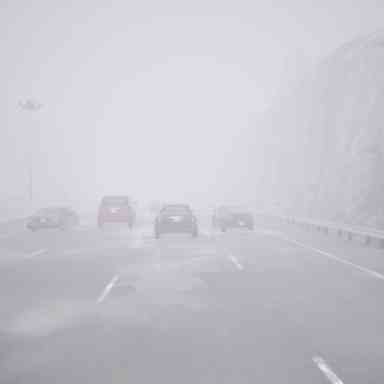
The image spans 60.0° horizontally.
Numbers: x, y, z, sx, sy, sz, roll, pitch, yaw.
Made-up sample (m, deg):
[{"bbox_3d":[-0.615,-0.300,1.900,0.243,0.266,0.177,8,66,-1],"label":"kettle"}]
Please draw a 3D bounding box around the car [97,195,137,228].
[{"bbox_3d":[-4.927,1.217,22.288,2.150,2.045,5.566,0,0,-7],"label":"car"}]

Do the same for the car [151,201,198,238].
[{"bbox_3d":[-0.930,1.342,17.813,2.097,1.767,4.553,0,0,-5],"label":"car"}]

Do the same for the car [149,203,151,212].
[{"bbox_3d":[-3.650,1.584,36.301,1.895,1.301,4.718,0,0,-11],"label":"car"}]

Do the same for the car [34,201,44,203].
[{"bbox_3d":[-30.824,1.542,67.802,1.812,1.442,4.674,0,0,-18],"label":"car"}]

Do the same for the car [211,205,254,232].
[{"bbox_3d":[2.372,1.508,19.994,1.812,1.442,4.674,0,0,-6],"label":"car"}]

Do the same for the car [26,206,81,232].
[{"bbox_3d":[-8.159,1.551,20.031,2.033,1.411,5.357,0,0,-7],"label":"car"}]
